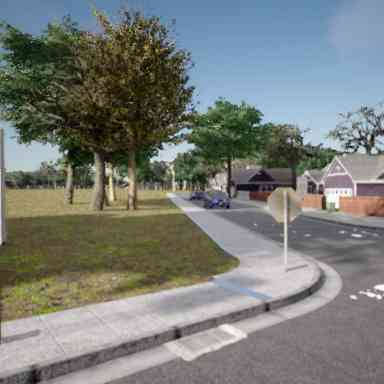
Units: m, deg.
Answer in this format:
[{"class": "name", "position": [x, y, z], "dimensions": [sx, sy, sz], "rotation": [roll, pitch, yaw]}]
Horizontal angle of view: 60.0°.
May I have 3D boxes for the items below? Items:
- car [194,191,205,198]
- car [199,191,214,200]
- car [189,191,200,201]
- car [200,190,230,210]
[{"class": "car", "position": [1.569, 0.456, 74.708], "dimensions": [1.837, 1.490, 4.892], "rotation": [-1, 1, -6]}, {"class": "car", "position": [2.751, 0.625, 64.163], "dimensions": [2.128, 1.511, 4.902], "rotation": [-1, 1, -6]}, {"class": "car", "position": [0.557, 0.743, 57.550], "dimensions": [1.882, 1.535, 5.008], "rotation": [-1, 1, -5]}, {"class": "car", "position": [2.650, 0.796, 36.544], "dimensions": [2.150, 2.045, 5.566], "rotation": [-1, 1, -6]}]
